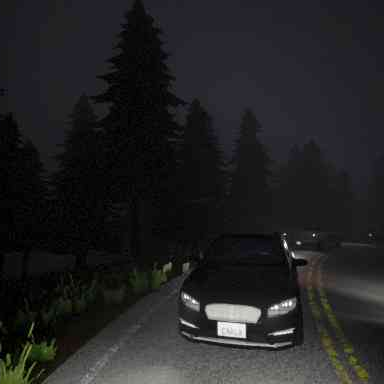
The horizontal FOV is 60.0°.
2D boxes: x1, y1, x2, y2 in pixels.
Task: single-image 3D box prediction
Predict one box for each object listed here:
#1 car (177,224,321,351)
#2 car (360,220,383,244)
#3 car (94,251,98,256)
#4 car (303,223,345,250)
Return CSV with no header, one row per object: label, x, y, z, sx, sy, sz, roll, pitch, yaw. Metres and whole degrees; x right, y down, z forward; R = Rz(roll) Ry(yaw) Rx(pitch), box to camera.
car,1.139,1.562,6.634,2.128,1.511,4.902,-1,-2,15
car,15.918,3.231,26.496,5.566,2.045,2.150,8,-8,-28
car,-20.222,13.651,73.014,4.181,1.381,1.994,-2,-5,31
car,6.540,2.312,17.762,1.895,1.301,4.718,-3,-6,39
